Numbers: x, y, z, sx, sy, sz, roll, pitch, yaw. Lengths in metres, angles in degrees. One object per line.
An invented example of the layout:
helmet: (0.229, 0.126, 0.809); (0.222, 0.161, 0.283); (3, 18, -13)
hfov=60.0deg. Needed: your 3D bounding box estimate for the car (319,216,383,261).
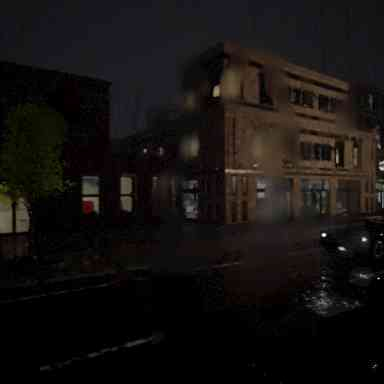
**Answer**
car: (6.903, 1.623, 12.609); (4.718, 1.301, 1.895); (0, 0, -36)
